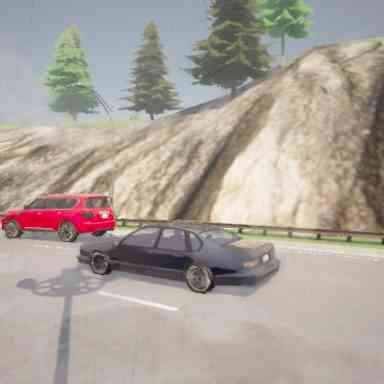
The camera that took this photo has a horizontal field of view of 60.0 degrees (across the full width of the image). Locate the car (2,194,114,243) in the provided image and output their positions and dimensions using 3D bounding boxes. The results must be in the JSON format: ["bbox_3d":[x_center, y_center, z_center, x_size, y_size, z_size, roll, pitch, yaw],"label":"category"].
[{"bbox_3d":[-6.233,1.135,15.529,5.566,2.045,2.150,0,0,24],"label":"car"}]

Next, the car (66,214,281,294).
[{"bbox_3d":[-0.542,1.483,8.553,5.357,1.411,2.033,0,0,31],"label":"car"}]
